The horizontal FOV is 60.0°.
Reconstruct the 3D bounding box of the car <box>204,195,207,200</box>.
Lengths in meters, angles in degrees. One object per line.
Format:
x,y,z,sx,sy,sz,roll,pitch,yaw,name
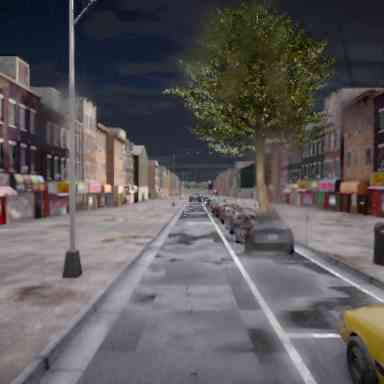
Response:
3.194,1.444,50.962,1.882,1.535,5.008,0,0,1,car

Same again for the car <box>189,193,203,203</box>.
0.564,1.134,64.374,2.097,1.767,4.553,0,0,1,car

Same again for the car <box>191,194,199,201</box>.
0.687,1.264,78.112,1.882,1.535,5.008,0,0,1,car

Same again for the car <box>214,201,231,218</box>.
2.830,1.556,24.320,1.802,1.307,4.206,-1,0,1,car

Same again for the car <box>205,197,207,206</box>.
2.977,1.516,40.955,2.008,1.369,4.403,-1,0,1,car

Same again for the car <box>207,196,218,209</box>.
2.926,1.407,35.410,1.967,1.590,4.097,-1,0,1,car

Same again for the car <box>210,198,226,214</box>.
2.878,1.514,29.865,1.887,1.381,4.507,-1,0,1,car

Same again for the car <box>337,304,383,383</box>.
2.633,1.528,2.308,1.752,1.417,4.829,-1,0,1,car

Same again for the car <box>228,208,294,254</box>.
2.731,1.553,13.229,1.947,1.339,4.313,-1,0,1,car

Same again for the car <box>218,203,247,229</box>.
2.780,1.531,18.774,2.008,1.369,4.403,-1,0,1,car
